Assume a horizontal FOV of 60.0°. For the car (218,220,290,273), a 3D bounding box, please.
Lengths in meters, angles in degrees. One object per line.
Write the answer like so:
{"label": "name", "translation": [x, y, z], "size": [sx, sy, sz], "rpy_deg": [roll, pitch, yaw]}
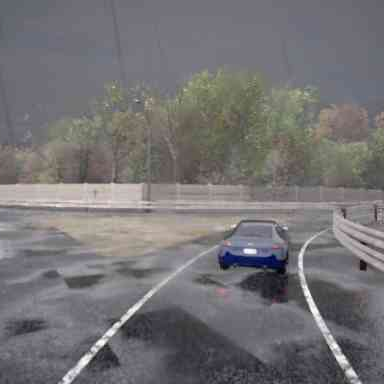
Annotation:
{"label": "car", "translation": [2.196, 1.603, 11.046], "size": [1.994, 1.385, 4.181], "rpy_deg": [1, 0, 17]}
